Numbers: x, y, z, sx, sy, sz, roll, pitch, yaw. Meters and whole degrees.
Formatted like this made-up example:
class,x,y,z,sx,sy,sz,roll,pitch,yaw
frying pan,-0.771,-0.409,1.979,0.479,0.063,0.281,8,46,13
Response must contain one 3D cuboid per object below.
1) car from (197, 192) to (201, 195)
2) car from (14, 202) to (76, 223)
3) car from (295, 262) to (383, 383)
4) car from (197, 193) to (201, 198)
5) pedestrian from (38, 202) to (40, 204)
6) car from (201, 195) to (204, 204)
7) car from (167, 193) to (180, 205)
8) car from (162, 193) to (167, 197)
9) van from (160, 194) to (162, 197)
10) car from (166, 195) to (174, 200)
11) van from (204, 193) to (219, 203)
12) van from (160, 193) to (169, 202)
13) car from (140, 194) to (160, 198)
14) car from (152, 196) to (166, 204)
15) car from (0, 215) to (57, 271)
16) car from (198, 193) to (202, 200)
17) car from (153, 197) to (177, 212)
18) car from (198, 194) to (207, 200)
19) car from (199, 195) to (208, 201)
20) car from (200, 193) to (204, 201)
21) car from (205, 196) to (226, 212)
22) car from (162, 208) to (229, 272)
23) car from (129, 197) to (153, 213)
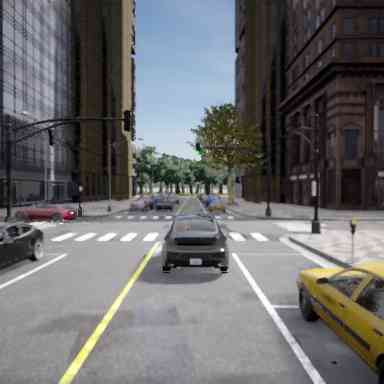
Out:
class,x,y,z,sx,sy,sz,roll,pitch,yaw
car,2.757,1.129,76.197,2.192,1.841,5.009,-1,0,0
car,-10.598,1.445,24.075,4.181,1.385,1.994,1,1,6
car,2.754,1.522,4.430,1.752,1.417,4.829,-1,0,0
car,2.758,1.386,70.519,2.008,1.369,4.403,-1,0,0
pedestrian,-12.522,1.346,27.269,0.500,1.100,0.500,0,0,0
car,2.757,1.480,47.803,1.947,1.339,4.313,-1,0,0
car,-3.056,1.395,55.888,1.837,1.490,4.892,0,0,0
car,-5.770,1.212,53.474,2.192,1.841,5.009,-1,0,0
van,-5.770,1.256,47.795,1.690,1.788,3.998,-1,0,0
car,-5.765,1.352,87.552,1.802,1.307,4.206,0,0,0
van,2.754,1.271,42.123,1.690,1.788,3.998,-1,0,0
van,-5.769,1.177,70.513,1.690,1.788,3.998,-1,0,0
car,-5.771,1.245,42.115,2.192,1.841,5.009,-1,0,0
car,-5.768,1.428,59.155,2.008,1.369,4.403,-1,0,0
car,-5.771,1.557,9.465,1.947,1.339,4.313,-1,0,0
car,2.758,1.401,64.840,1.887,1.381,4.507,-1,0,0
car,-3.093,1.541,38.306,1.895,1.301,4.718,0,0,0
car,2.759,1.320,87.556,2.008,1.369,4.403,-1,0,0
car,2.759,1.343,81.878,2.008,1.369,4.403,-1,0,0
car,2.758,1.402,59.331,1.752,1.417,4.829,-1,0,0
car,2.756,1.469,36.613,1.752,1.417,4.829,-1,0,0
car,0.095,1.494,10.733,1.837,1.490,4.892,0,0,0
car,-5.769,1.527,36.435,1.802,1.307,4.206,-1,0,0
